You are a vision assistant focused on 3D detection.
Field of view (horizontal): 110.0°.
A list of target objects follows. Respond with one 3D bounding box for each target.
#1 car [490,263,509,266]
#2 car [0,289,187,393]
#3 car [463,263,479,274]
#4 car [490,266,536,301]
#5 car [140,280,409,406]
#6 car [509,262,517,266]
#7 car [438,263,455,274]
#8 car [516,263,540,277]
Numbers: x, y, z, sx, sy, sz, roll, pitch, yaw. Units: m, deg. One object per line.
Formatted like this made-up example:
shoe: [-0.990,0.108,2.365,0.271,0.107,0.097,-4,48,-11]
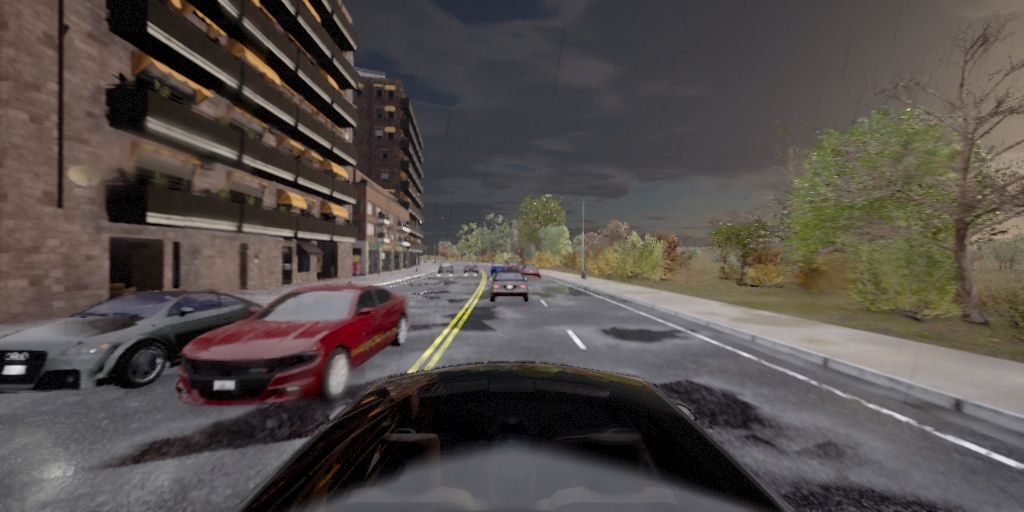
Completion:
car: [-1.810,1.583,45.796,1.882,1.535,5.008,0,0,-5]
car: [-6.652,1.349,6.780,1.994,1.385,4.181,0,0,-1]
car: [-5.493,1.687,48.487,1.994,1.385,4.181,0,0,-5]
car: [-0.172,1.438,18.413,2.033,1.411,5.357,0,0,-2]
car: [-3.397,1.265,6.703,1.882,1.535,5.008,0,0,-1]
car: [0.248,1.716,57.249,1.812,1.442,4.674,0,0,-7]
car: [-8.656,1.639,47.373,1.812,1.442,4.674,0,0,-5]
car: [1.913,1.629,40.014,1.994,1.385,4.181,0,0,-4]
